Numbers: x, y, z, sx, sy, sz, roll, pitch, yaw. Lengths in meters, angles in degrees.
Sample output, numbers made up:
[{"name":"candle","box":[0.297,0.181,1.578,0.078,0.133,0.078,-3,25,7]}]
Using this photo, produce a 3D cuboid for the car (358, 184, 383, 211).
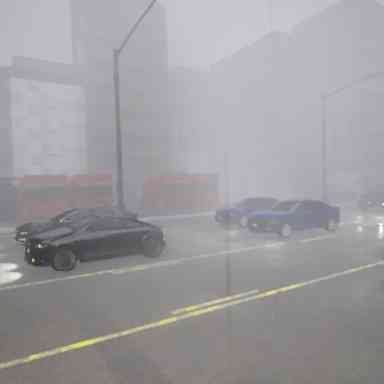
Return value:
[{"name":"car","box":[15.539,0.403,26.445,5.566,2.045,2.150,-1,1,-33]}]

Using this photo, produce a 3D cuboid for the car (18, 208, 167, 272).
[{"name":"car","box":[-2.904,1.410,10.403,4.181,1.385,1.994,-2,1,-32]}]

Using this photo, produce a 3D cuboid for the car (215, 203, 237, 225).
[{"name":"car","box":[3.556,1.021,18.730,5.008,1.535,1.882,-2,1,-33]}]

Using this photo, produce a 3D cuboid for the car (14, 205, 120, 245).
[{"name":"car","box":[-4.484,1.317,13.550,4.892,1.490,1.837,-2,1,-33]}]

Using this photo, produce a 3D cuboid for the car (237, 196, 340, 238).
[{"name":"car","box":[4.729,1.064,15.323,5.008,1.535,1.882,-2,1,-33]}]
